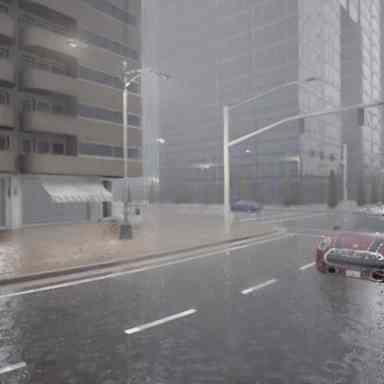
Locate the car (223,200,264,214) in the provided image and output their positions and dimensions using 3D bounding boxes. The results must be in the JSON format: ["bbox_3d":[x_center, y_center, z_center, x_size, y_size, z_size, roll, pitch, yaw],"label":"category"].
[{"bbox_3d":[5.574,1.592,36.473,4.674,1.442,1.812,-1,0,42],"label":"car"}]

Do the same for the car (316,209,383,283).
[{"bbox_3d":[5.309,1.323,9.508,2.097,1.767,4.553,-1,0,43],"label":"car"}]
